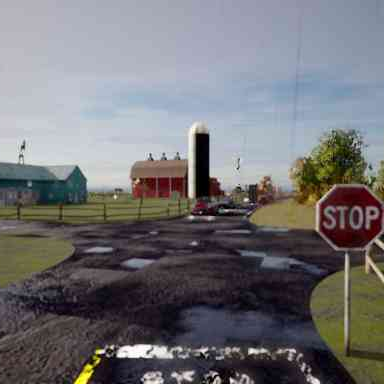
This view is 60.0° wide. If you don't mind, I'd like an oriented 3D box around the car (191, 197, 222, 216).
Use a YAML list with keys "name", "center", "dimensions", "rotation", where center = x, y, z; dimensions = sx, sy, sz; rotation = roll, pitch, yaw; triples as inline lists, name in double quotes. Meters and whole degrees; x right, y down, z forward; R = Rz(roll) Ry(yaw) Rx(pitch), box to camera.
- name: "car"
  center: [1.324, 1.349, 33.202]
  dimensions: [2.097, 1.767, 4.553]
  rotation: [0, 0, 13]

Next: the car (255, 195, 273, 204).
- name: "car"
  center: [13.745, 1.541, 63.483]
  dimensions: [1.812, 1.442, 4.674]
  rotation: [0, 0, 19]

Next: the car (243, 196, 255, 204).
- name: "car"
  center: [11.213, 1.533, 64.676]
  dimensions: [1.812, 1.442, 4.674]
  rotation: [0, 0, 19]

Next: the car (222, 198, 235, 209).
- name: "car"
  center: [4.626, 1.545, 45.227]
  dimensions: [2.033, 1.411, 5.357]
  rotation: [0, 0, 18]
